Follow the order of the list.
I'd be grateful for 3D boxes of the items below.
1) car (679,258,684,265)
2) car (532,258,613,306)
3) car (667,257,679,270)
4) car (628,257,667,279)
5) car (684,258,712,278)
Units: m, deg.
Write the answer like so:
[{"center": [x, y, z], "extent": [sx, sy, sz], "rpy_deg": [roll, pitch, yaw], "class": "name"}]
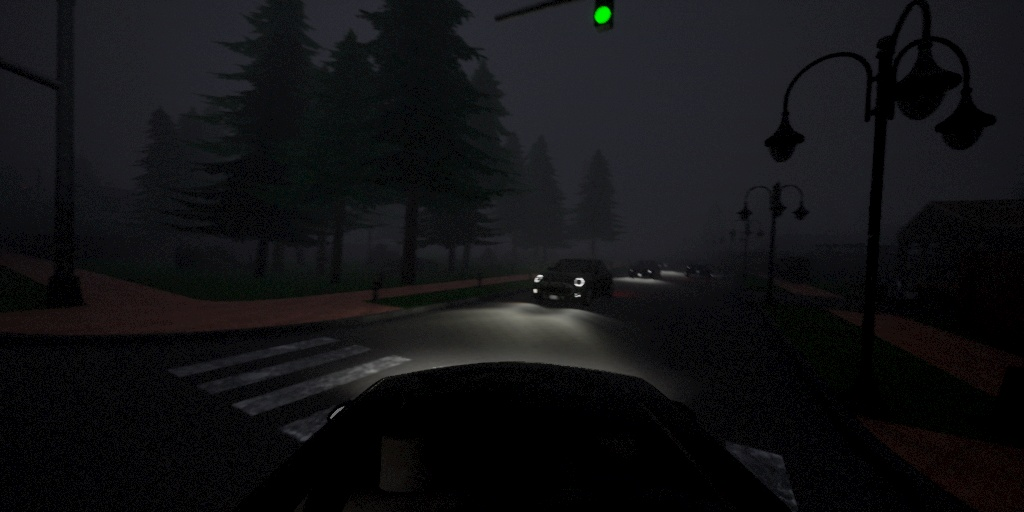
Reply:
[{"center": [27.245, 0.945, 57.437], "extent": [1.895, 1.301, 4.718], "rpy_deg": [2, 1, 14], "class": "car"}, {"center": [2.611, 0.871, 14.622], "extent": [2.097, 1.767, 4.553], "rpy_deg": [3, 2, 30], "class": "car"}, {"center": [18.828, 0.818, 43.872], "extent": [2.128, 1.511, 4.902], "rpy_deg": [3, 2, 23], "class": "car"}, {"center": [10.846, 1.006, 28.993], "extent": [2.033, 1.411, 5.357], "rpy_deg": [3, 2, 30], "class": "car"}, {"center": [16.829, 1.122, 32.295], "extent": [1.812, 1.442, 4.674], "rpy_deg": [3, 2, 29], "class": "car"}]
